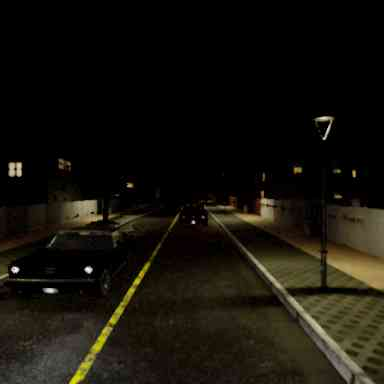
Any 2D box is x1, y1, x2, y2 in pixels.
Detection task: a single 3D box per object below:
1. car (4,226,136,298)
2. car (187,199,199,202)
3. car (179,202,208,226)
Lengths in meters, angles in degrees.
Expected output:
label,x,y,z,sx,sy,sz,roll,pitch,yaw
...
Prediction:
label,x,y,z,sx,sy,sz,roll,pitch,yaw
car,-2.752,1.611,8.670,1.895,1.301,4.718,0,0,0
car,0.091,1.609,40.230,1.812,1.442,4.674,0,0,0
car,0.094,1.637,23.443,1.895,1.301,4.718,0,0,0
